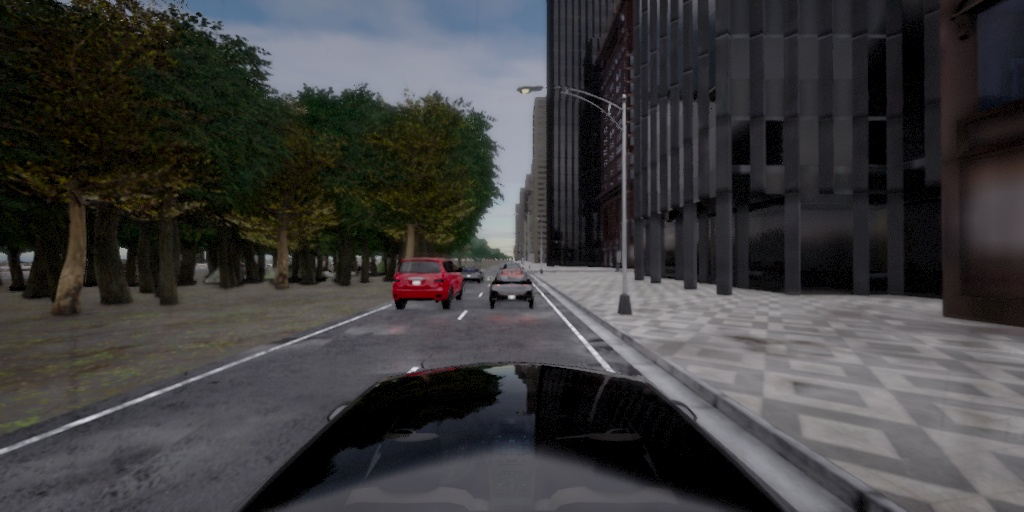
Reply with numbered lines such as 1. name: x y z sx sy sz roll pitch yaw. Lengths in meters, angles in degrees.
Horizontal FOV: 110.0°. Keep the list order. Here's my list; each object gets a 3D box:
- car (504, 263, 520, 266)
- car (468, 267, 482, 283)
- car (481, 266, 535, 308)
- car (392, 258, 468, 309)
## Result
1. car: -0.013 1.394 30.916 2.097 1.767 4.553 0 -1 0
2. car: -3.511 1.611 31.173 1.994 1.385 4.181 0 -1 0
3. car: -0.003 1.381 16.153 2.128 1.511 4.902 0 0 0
4. car: -3.506 1.102 15.863 2.150 2.045 5.566 0 0 0
